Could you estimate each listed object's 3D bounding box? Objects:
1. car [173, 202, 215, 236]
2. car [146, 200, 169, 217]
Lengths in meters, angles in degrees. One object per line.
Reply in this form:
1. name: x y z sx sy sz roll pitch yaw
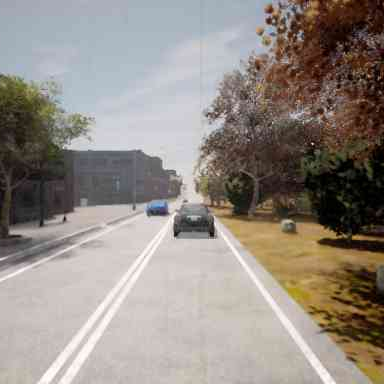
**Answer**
1. car: 0.099 1.356 18.531 2.097 1.767 4.553 0 0 0
2. car: -3.338 1.530 32.622 1.882 1.535 5.008 0 0 0
